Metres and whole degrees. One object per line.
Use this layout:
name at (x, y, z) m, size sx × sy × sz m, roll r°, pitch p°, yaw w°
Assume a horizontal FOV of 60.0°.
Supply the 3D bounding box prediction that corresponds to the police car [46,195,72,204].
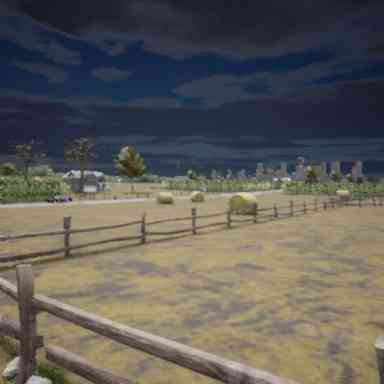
police car at (-26.563, 1.404, 66.456) m, size 1.930 × 1.638 × 5.238 m, roll 2°, pitch 2°, yaw 36°
